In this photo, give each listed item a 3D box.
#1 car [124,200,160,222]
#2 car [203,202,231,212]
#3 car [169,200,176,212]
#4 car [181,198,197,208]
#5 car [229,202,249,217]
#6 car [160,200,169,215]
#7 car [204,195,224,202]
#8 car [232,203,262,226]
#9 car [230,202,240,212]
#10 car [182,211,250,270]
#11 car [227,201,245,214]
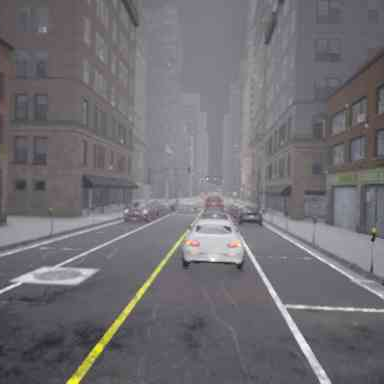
[{"bbox_3d":[-4.088,1.475,26.575,1.967,1.590,4.097,1,0,4],"label":"car"},{"bbox_3d":[1.796,1.752,26.596,1.994,1.385,4.181,1,-1,4],"label":"car"},{"bbox_3d":[-3.330,1.667,37.559,2.008,1.369,4.403,1,0,4],"label":"car"},{"bbox_3d":[-0.341,1.454,40.487,1.812,1.442,4.674,1,0,4],"label":"car"},{"bbox_3d":[5.171,1.883,36.969,1.887,1.381,4.507,1,0,4],"label":"car"},{"bbox_3d":[-3.710,1.641,32.067,1.947,1.339,4.313,1,0,4],"label":"car"},{"bbox_3d":[2.650,1.512,40.261,2.150,2.045,5.566,1,0,4],"label":"car"},{"bbox_3d":[4.412,1.822,25.985,1.947,1.339,4.313,1,0,4],"label":"car"},{"bbox_3d":[4.792,1.842,31.477,1.887,1.381,4.507,1,0,4],"label":"car"},{"bbox_3d":[0.731,1.605,11.334,1.812,1.442,4.674,1,-1,4],"label":"car"},{"bbox_3d":[5.551,1.924,42.461,1.887,1.381,4.507,1,0,4],"label":"car"}]
